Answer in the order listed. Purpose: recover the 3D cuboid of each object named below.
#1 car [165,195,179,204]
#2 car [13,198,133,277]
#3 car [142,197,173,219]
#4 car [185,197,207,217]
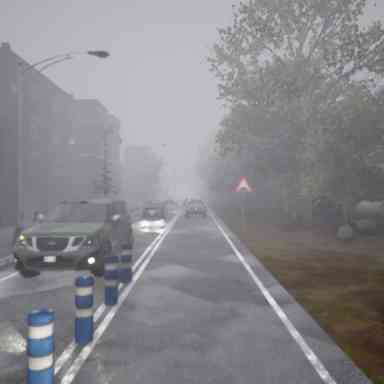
[{"bbox_3d":[-2.806,1.048,44.731,1.882,1.535,5.008,0,0,1],"label":"car"},{"bbox_3d":[-3.305,1.219,10.547,2.150,2.045,5.566,0,0,0],"label":"car"},{"bbox_3d":[-3.106,1.453,28.721,2.128,1.511,4.902,0,0,1],"label":"car"},{"bbox_3d":[0.361,1.505,30.664,2.033,1.411,5.357,0,0,1],"label":"car"}]
